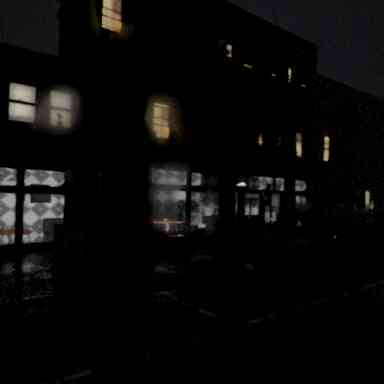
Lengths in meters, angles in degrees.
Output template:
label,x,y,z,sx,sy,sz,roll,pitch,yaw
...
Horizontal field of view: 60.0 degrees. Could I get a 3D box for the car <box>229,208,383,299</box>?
label,x,y,z,sx,sy,sz,roll,pitch,yaw
car,3.332,1.401,8.924,5.009,1.841,2.192,1,1,-36
